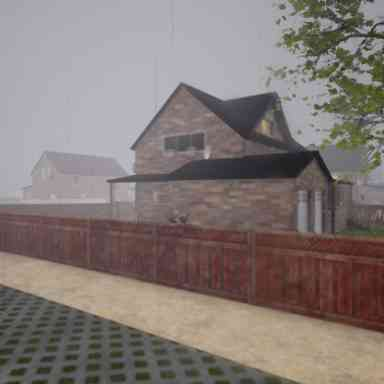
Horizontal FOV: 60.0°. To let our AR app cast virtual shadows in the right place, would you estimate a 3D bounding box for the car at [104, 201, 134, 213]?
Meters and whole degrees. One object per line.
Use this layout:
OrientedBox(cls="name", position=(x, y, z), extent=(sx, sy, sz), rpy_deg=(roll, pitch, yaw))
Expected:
OrientedBox(cls="car", position=(-8.950, 1.712, 37.473), extent=(2.033, 1.411, 5.357), rpy_deg=(0, 0, 35))
